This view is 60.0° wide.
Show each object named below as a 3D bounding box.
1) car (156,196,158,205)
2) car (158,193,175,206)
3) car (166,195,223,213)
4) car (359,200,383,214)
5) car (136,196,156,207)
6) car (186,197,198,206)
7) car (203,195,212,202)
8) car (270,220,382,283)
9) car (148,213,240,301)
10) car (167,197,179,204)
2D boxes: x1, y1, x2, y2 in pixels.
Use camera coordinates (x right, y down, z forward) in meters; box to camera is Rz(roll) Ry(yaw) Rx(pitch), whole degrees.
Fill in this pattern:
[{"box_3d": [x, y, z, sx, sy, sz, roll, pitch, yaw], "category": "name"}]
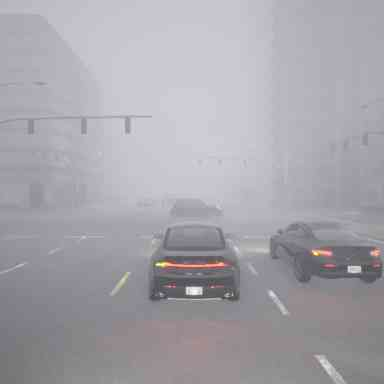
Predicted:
[{"box_3d": [-7.078, 1.477, 59.900, 1.882, 1.535, 5.008, 0, 0, 0], "category": "car"}, {"box_3d": [-3.610, 1.221, 53.318, 2.150, 2.045, 5.566, 0, 0, 1], "category": "car"}, {"box_3d": [0.375, 1.352, 28.442, 4.553, 1.767, 2.097, 0, 0, 1], "category": "car"}, {"box_3d": [20.841, 1.547, 35.441, 5.357, 1.411, 2.033, 0, 0, 1], "category": "car"}, {"box_3d": [-7.105, 1.547, 50.077, 2.033, 1.411, 5.357, 0, 0, 0], "category": "car"}, {"box_3d": [0.038, 1.563, 57.106, 1.994, 1.385, 4.181, 0, 0, 1], "category": "car"}, {"box_3d": [3.494, 1.500, 74.673, 1.837, 1.490, 4.892, 0, 0, 0], "category": "car"}, {"box_3d": [3.562, 1.526, 9.576, 1.812, 1.442, 4.674, 0, 0, 0], "category": "car"}, {"box_3d": [0.057, 1.505, 8.320, 1.837, 1.490, 4.892, 0, 0, 0], "category": "car"}, {"box_3d": [-3.558, 1.601, 63.291, 1.895, 1.301, 4.718, 0, 0, 1], "category": "car"}]
